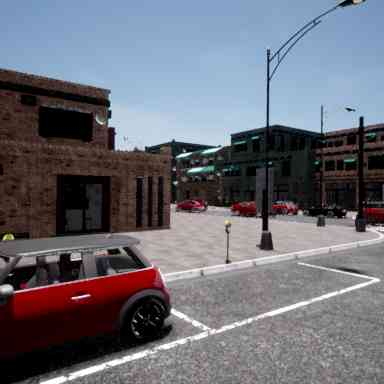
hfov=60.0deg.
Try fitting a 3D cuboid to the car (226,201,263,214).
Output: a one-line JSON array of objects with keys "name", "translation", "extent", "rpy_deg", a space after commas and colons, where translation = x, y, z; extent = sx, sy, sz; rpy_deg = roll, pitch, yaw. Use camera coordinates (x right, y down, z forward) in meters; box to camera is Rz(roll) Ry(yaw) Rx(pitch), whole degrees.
[{"name": "car", "translation": [6.510, 1.879, 41.917], "extent": [1.752, 1.417, 4.829], "rpy_deg": [0, -1, -35]}]

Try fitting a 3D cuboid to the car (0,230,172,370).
[{"name": "car", "translation": [-2.409, 1.440, 4.826], "extent": [4.097, 1.590, 1.967], "rpy_deg": [0, 1, -36]}]

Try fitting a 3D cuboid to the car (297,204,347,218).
[{"name": "car", "translation": [12.938, 1.812, 32.664], "extent": [1.947, 1.339, 4.313], "rpy_deg": [0, -1, -35]}]

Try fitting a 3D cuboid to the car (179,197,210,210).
[{"name": "car", "translation": [0.277, 1.773, 50.893], "extent": [2.192, 1.841, 5.009], "rpy_deg": [0, -1, -35]}]

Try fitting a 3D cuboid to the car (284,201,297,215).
[{"name": "car", "translation": [9.773, 1.739, 37.222], "extent": [1.967, 1.590, 4.097], "rpy_deg": [0, -1, -35]}]

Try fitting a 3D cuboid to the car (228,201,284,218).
[{"name": "car", "translation": [6.070, 1.668, 32.416], "extent": [1.882, 1.535, 5.008], "rpy_deg": [1, -1, -35]}]

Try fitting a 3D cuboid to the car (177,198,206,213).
[{"name": "car", "translation": [-0.114, 1.819, 41.323], "extent": [1.812, 1.442, 4.674], "rpy_deg": [1, -1, -35]}]

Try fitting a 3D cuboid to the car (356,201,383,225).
[{"name": "car", "translation": [13.624, 1.414, 22.259], "extent": [2.097, 1.767, 4.553], "rpy_deg": [1, -2, -42]}]
